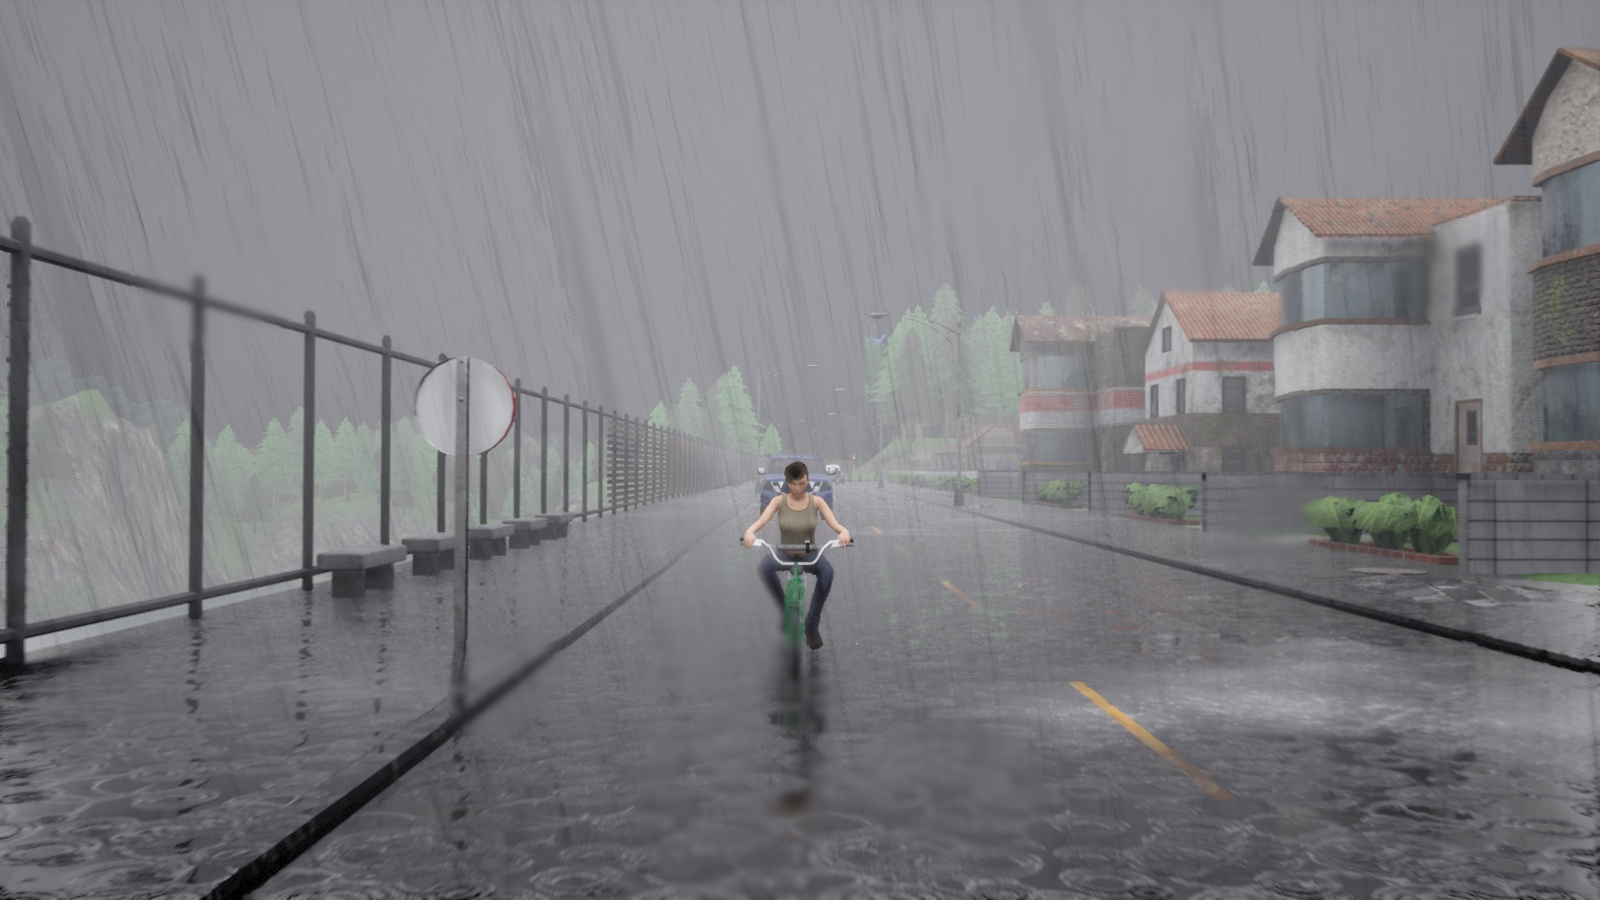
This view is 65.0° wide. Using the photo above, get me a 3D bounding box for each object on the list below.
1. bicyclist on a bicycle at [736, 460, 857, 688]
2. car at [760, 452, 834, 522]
[{"bbox_3d":[-0.015,0.896,9.779,0.866,1.612,1.509,0,0,1],"label":"bicyclist on a bicycle"},{"bbox_3d":[-0.096,1.124,39.574,2.150,2.045,5.566,0,-1,0],"label":"car"}]
